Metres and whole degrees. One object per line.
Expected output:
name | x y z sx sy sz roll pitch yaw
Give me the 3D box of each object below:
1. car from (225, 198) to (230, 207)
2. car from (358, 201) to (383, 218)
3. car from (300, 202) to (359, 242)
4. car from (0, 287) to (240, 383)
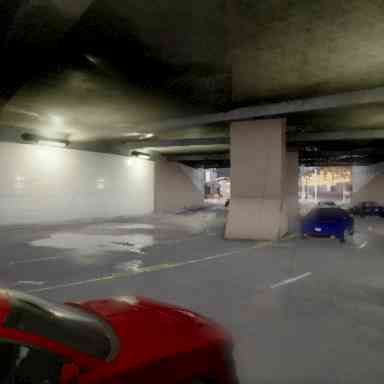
car | 6.214 1.655 51.883 1.895 1.301 4.718 0 0 12
car | 15.952 1.563 30.301 2.033 1.411 5.357 0 0 12
car | 6.835 1.485 16.575 1.882 1.535 5.008 0 0 32
car | -1.850 1.477 2.421 5.008 1.535 1.882 0 0 -36
